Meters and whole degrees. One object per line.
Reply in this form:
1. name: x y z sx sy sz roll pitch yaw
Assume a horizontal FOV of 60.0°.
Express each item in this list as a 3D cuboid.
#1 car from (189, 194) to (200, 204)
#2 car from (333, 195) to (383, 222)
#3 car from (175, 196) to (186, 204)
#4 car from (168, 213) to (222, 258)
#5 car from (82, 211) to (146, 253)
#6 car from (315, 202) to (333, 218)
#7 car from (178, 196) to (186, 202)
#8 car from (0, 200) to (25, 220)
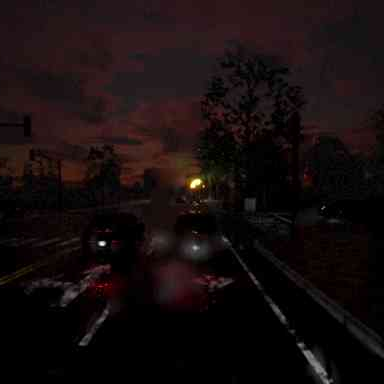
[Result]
1. car: 0.586 1.520 73.819 2.150 2.045 5.566 0 0 1
2. car: 14.875 1.300 26.988 5.566 2.045 2.150 0 1 3
3. car: -2.657 1.847 74.227 1.994 1.385 4.181 0 0 1
4. car: 0.104 1.565 12.979 1.837 1.490 4.892 0 0 0
5. car: -3.149 1.571 14.077 1.837 1.490 4.892 0 0 0
6. car: 13.653 1.399 30.301 4.553 1.767 2.097 0 1 3
7. car: -2.484 1.704 84.262 1.882 1.535 5.008 0 0 1
8. car: -17.110 1.475 28.864 4.553 1.767 2.097 0 1 8
